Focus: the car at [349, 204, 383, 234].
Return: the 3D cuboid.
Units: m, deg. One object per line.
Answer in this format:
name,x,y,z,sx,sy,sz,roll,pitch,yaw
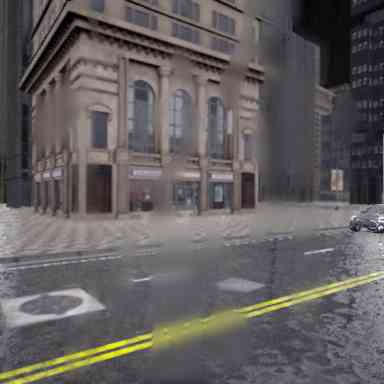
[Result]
car,11.383,1.524,19.795,4.553,1.767,2.097,1,0,-35
